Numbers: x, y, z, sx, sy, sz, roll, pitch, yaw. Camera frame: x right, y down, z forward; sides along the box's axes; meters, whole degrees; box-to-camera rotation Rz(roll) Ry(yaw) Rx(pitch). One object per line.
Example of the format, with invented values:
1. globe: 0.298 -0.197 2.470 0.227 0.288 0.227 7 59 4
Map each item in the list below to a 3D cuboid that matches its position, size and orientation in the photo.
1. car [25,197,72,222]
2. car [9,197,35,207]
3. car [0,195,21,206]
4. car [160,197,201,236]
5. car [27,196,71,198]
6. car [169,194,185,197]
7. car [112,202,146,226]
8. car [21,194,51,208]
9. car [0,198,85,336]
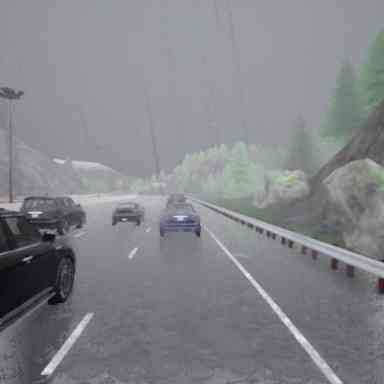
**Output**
1. car: -11.664 1.377 27.459 2.097 1.767 4.553 0 0 -3
2. car: -27.248 1.536 53.563 1.882 1.535 5.008 0 0 -3
3. car: -30.850 1.418 55.681 2.097 1.767 4.553 0 0 -3
4. car: -0.678 1.354 18.515 2.097 1.767 4.553 0 0 -3
5. car: -7.685 1.238 18.670 2.150 2.045 5.566 0 0 -3
6. car: -1.742 1.227 38.412 2.150 2.045 5.566 0 0 -3
7. car: -4.455 1.515 23.760 1.837 1.490 4.892 0 0 -3
8. car: -23.593 1.272 50.504 2.150 2.045 5.566 0 0 -3
9. car: -3.560 1.229 4.974 2.150 2.045 5.566 0 0 -2
